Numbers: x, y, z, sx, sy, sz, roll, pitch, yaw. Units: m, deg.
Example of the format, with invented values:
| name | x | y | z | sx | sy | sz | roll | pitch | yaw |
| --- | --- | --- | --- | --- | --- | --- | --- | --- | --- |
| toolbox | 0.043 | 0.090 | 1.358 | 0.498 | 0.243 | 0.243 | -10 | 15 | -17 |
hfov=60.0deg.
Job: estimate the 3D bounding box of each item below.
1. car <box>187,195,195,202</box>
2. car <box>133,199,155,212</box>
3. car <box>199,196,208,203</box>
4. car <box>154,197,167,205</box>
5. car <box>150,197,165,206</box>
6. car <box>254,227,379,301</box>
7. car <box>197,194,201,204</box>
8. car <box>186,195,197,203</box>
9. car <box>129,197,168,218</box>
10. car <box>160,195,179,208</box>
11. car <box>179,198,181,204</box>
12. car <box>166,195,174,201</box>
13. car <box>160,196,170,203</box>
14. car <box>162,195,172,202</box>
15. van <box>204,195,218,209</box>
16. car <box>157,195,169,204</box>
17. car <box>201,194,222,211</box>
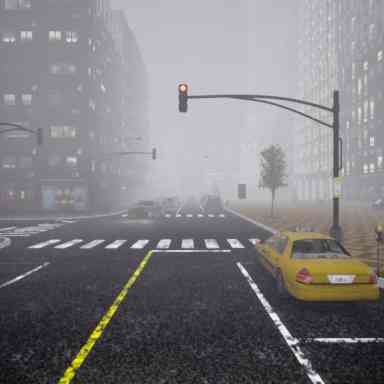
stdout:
| name | x | y | z | sx | sy | sz | roll | pitch | yaw |
| --- | --- | --- | --- | --- | --- | --- | --- | --- | --- |
| car | -0.230 | 1.469 | 79.693 | 1.882 | 1.535 | 5.008 | 0 | 0 | 0 |
| car | -5.810 | 1.568 | 40.483 | 2.008 | 1.369 | 4.403 | 0 | 0 | 0 |
| car | 2.473 | 1.611 | 73.667 | 1.887 | 1.381 | 4.507 | 0 | 0 | 0 |
| car | -5.875 | 1.592 | 62.588 | 1.887 | 1.381 | 4.507 | 0 | 0 | 0 |
| car | -5.859 | 1.588 | 57.062 | 2.008 | 1.369 | 4.403 | 0 | 0 | 0 |
| car | 2.663 | 1.526 | 8.264 | 1.752 | 1.417 | 4.829 | 0 | 0 | 0 |
| car | 2.504 | 1.362 | 62.613 | 2.192 | 1.841 | 5.009 | 0 | 0 | 0 |
| car | -0.202 | 1.612 | 69.692 | 1.994 | 1.385 | 4.181 | 0 | 0 | 0 |
| car | -4.100 | 1.495 | 30.664 | 1.882 | 1.535 | 5.008 | 1 | 0 | 14 |
| car | -3.235 | 1.531 | 47.689 | 1.837 | 1.490 | 4.892 | 0 | 0 | 0 |
| car | -3.227 | 1.557 | 64.825 | 1.837 | 1.490 | 4.892 | 0 | 0 | 0 |
| car | -5.954 | 1.624 | 90.052 | 1.752 | 1.417 | 4.829 | 0 | 0 | 0 |
| car | -5.907 | 1.648 | 73.643 | 1.802 | 1.307 | 4.206 | 0 | 0 | 0 |
| car | -5.924 | 1.517 | 79.169 | 1.967 | 1.590 | 4.097 | 0 | 0 | 0 |
| van | 2.552 | 1.364 | 46.033 | 1.690 | 1.788 | 3.998 | 0 | 0 | 0 |
| car | -5.892 | 1.497 | 68.116 | 1.967 | 1.590 | 4.097 | 0 | 0 | 0 |
| car | 2.568 | 1.332 | 40.507 | 2.192 | 1.841 | 5.009 | 0 | 0 | 0 |
